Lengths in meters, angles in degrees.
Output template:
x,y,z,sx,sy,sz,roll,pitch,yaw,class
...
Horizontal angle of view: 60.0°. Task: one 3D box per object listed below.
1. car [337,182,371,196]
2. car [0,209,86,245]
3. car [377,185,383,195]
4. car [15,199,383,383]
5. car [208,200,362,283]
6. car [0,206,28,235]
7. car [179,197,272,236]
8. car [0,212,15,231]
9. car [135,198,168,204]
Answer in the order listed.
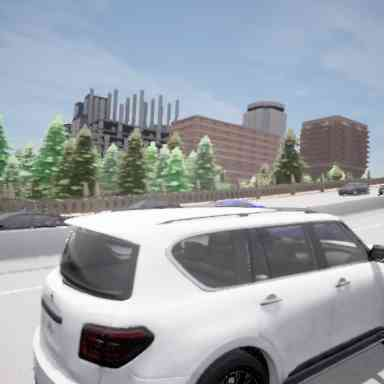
x,y,z,sx,sy,sz,roll,pitch,yaw,class
19.027,-0.351,38.987,4.892,1.490,1.837,-4,2,-35,car
-7.629,1.569,15.626,4.718,1.301,1.895,0,0,-35,car
22.758,-0.479,37.333,4.892,1.490,1.837,-4,2,-35,car
0.967,1.208,4.437,5.566,2.045,2.150,-1,0,-35,car
2.933,1.231,10.123,4.553,1.767,2.097,-2,1,-35,car
-11.557,1.517,17.126,5.357,1.411,2.033,0,0,-35,car
1.928,1.208,18.133,5.008,1.535,1.882,-3,2,-35,car
-6.351,1.452,12.239,5.008,1.535,1.882,0,0,-35,car
-3.104,1.255,23.143,5.008,1.535,1.882,-3,2,-35,car
